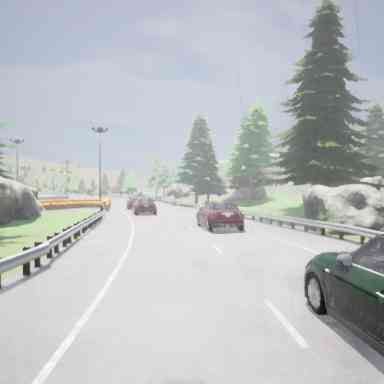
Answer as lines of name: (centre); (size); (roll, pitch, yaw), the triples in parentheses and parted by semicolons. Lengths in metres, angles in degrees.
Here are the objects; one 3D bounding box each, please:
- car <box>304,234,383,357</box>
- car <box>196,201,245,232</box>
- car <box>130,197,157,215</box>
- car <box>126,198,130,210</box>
car: (3.335, 1.354, 4.717); (2.097, 1.767, 4.553); (0, 0, -3)
car: (1.619, 1.349, 20.515); (2.097, 1.767, 4.553); (0, 0, -10)
car: (-4.838, 1.349, 33.551); (2.097, 1.767, 4.553); (0, 0, -14)
car: (-7.502, 1.501, 43.405); (1.837, 1.490, 4.892); (0, 0, -16)
